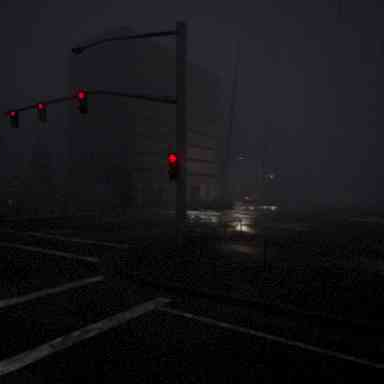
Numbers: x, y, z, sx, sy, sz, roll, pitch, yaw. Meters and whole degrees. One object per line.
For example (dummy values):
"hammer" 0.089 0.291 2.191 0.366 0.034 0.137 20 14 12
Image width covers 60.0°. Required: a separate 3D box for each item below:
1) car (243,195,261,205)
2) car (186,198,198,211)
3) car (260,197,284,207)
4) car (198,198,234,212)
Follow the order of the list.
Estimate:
"car" 10.079 1.260 54.538 1.882 1.535 5.008 0 0 35
"car" 0.501 1.502 40.755 1.812 1.442 4.674 0 0 34
"car" 12.963 1.544 52.556 1.994 1.385 4.181 0 0 35
"car" 3.106 1.457 38.384 1.882 1.535 5.008 0 0 35
